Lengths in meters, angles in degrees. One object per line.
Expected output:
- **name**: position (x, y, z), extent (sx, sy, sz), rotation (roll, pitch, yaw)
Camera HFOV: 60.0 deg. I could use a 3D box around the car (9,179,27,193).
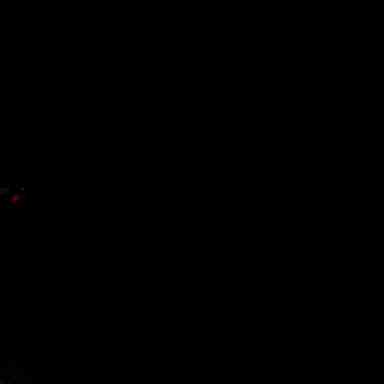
- **car**: position (-19.883, -0.760, 38.431), extent (1.812, 1.442, 4.674), rotation (3, 4, -34)
